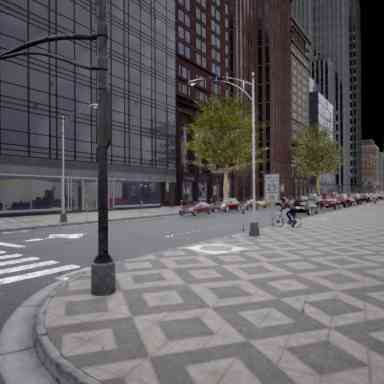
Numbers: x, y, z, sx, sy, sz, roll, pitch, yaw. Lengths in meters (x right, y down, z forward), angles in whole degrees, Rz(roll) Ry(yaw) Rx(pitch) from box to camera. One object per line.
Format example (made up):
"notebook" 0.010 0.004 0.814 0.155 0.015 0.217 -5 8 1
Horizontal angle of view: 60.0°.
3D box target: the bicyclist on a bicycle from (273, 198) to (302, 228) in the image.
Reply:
"bicyclist on a bicycle" 5.240 1.177 18.414 1.656 1.620 0.582 -1 0 35

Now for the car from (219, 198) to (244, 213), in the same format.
"car" 3.646 1.367 36.366 1.967 1.590 4.097 0 0 35

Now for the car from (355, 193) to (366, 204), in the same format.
"car" 26.646 1.119 54.760 2.192 1.841 5.009 0 0 35

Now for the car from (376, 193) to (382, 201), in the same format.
"car" 42.625 1.360 77.988 1.802 1.307 4.206 -1 0 35

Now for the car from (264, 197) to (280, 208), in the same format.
"car" 9.943 1.427 45.519 1.752 1.417 4.829 0 0 35

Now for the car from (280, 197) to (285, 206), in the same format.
"car" 13.236 1.456 50.306 1.947 1.339 4.313 0 0 35

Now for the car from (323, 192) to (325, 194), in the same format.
"car" 22.175 1.053 52.796 2.150 2.045 5.566 -1 0 35

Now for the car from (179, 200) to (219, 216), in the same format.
"car" 0.452 1.525 31.720 1.802 1.307 4.206 0 0 35

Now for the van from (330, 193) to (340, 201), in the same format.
"van" 35.607 1.187 82.831 1.690 1.788 3.998 -1 0 35

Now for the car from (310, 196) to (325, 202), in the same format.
"car" 26.021 1.419 68.892 1.947 1.339 4.313 0 0 35

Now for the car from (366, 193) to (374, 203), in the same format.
"car" 33.038 1.101 64.053 2.192 1.841 5.009 0 0 35

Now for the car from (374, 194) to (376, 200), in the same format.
"car" 36.330 1.304 68.837 1.752 1.417 4.829 -1 0 35

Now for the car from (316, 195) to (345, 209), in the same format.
"car" 17.059 1.378 40.823 1.887 1.381 4.507 0 0 35

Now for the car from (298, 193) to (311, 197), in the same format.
"car" 19.628 1.416 59.599 1.887 1.381 4.507 0 0 35

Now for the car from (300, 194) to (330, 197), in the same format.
"car" 16.489 1.340 44.529 2.128 1.511 4.902 -1 0 35

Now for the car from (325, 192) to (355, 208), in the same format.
"car" 20.254 1.137 45.470 2.192 1.841 5.009 0 0 35

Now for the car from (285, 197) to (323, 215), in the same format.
"car" 10.668 1.425 31.531 1.947 1.339 4.313 0 0 35

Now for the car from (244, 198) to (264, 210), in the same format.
"car" 6.844 1.495 41.013 1.802 1.307 4.206 0 0 35

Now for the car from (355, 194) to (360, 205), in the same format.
"car" 23.451 1.379 50.114 1.947 1.339 4.313 0 0 35
